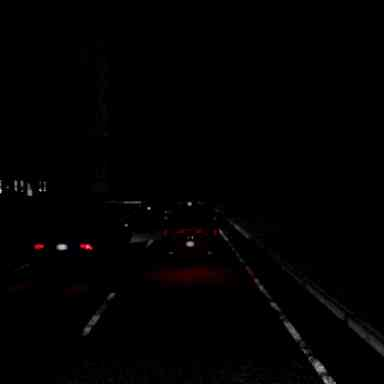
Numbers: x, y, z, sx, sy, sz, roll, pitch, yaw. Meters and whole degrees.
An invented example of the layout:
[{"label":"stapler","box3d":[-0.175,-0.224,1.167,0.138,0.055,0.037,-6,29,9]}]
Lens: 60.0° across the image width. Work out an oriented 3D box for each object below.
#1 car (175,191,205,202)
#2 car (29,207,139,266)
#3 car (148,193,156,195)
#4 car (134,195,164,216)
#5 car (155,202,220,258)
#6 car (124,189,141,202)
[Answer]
[{"label":"car","box3d":[-0.171,0.919,26.975,2.150,2.045,5.566,0,1,0]},{"label":"car","box3d":[-3.311,1.423,10.972,2.033,1.411,5.357,0,1,0]},{"label":"car","box3d":[-6.992,0.909,58.295,1.994,1.385,4.181,0,1,0]},{"label":"car","box3d":[-3.415,1.245,28.432,1.994,1.385,4.181,0,1,0]},{"label":"car","box3d":[-0.058,1.339,12.193,1.882,1.535,5.008,0,1,0]},{"label":"car","box3d":[-10.230,0.570,57.992,2.150,2.045,5.566,0,1,0]}]
